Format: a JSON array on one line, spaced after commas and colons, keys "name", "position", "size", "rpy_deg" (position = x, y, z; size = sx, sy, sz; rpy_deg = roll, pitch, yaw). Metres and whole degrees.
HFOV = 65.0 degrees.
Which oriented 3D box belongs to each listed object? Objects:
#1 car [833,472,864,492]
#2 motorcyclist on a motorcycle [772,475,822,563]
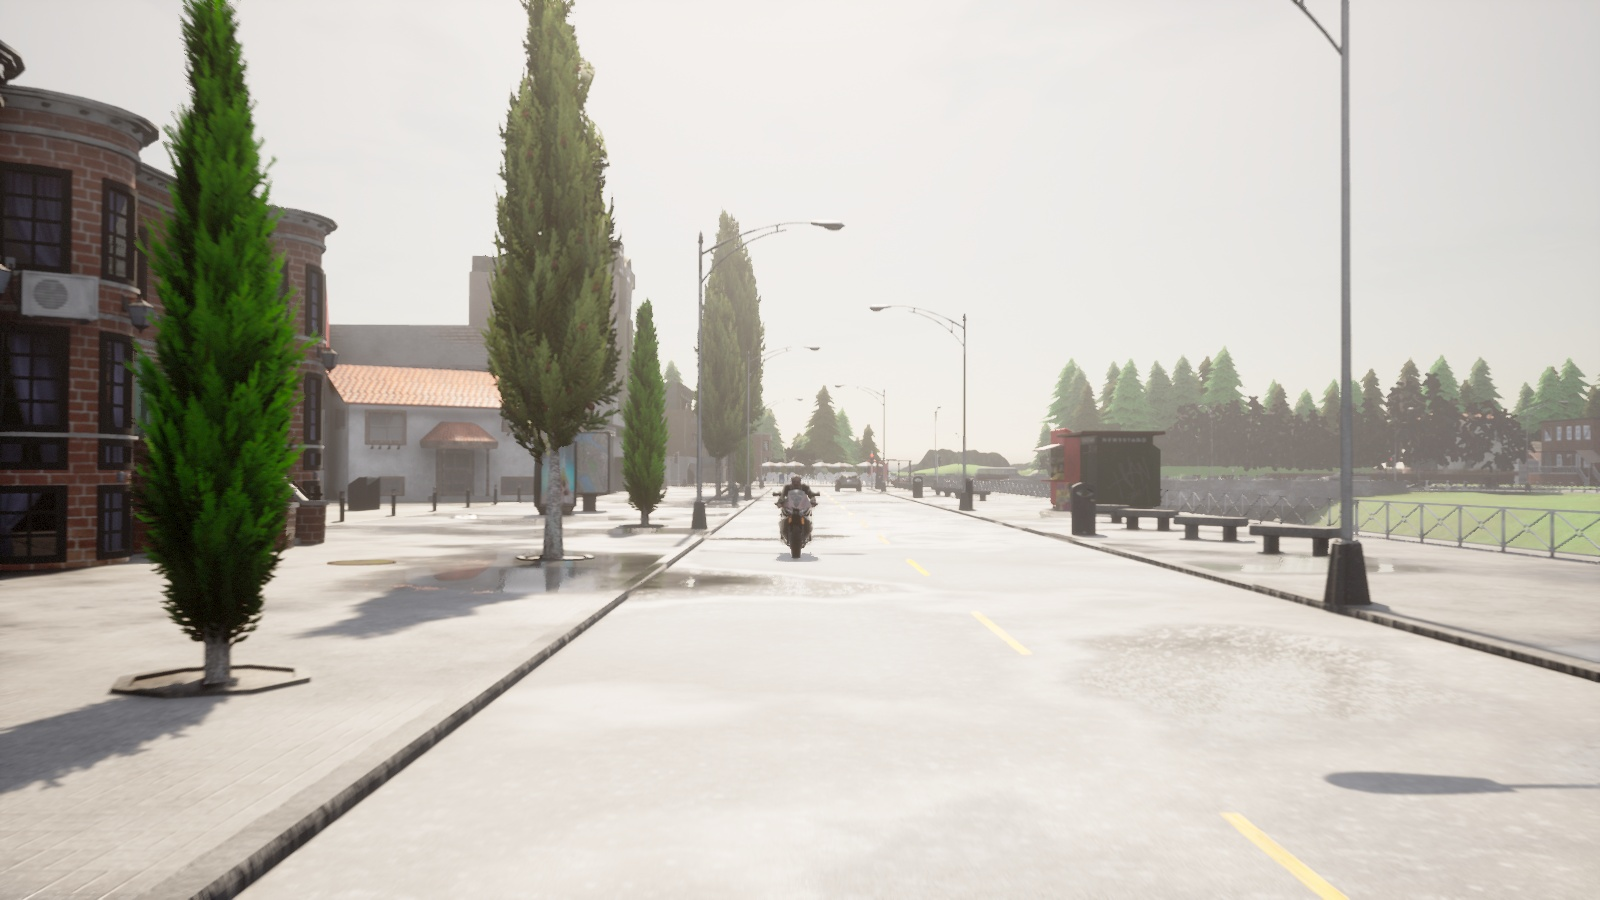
[{"name": "car", "position": [3.747, 2.434, 97.403], "size": [2.163, 1.488, 4.792], "rpy_deg": [0, -1, 0]}, {"name": "motorcyclist on a motorcycle", "position": [-0.060, 1.238, 23.127], "size": [0.866, 1.530, 2.191], "rpy_deg": [0, -1, 0]}]
